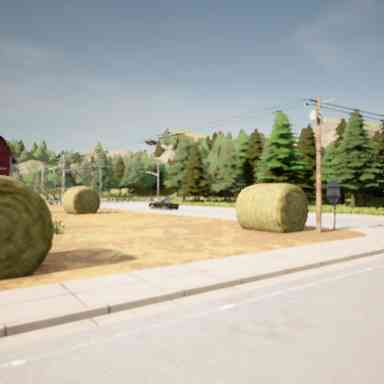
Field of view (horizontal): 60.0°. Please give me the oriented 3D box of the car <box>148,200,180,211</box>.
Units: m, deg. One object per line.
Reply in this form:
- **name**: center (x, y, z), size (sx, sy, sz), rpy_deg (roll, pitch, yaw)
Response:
- **car**: center (-3.554, 1.637, 41.965), size (1.895, 1.301, 4.718), rpy_deg (0, 0, -38)
